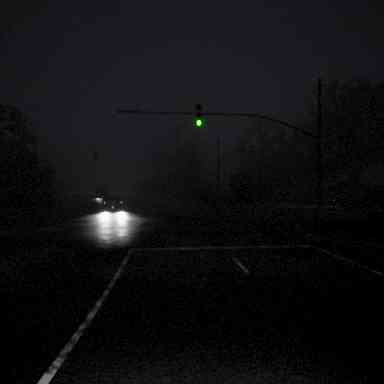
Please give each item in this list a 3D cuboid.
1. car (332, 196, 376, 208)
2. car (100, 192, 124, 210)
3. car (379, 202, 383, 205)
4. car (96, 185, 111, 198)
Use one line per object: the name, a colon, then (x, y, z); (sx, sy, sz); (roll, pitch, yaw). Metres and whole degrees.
car: (18.980, 1.152, 39.055); (4.718, 1.301, 1.895); (2, 1, -16)
car: (-7.492, 0.973, 31.469); (1.895, 1.301, 4.718); (0, 2, -14)
car: (23.317, 1.318, 36.634); (5.357, 1.411, 2.033); (2, 1, -16)
car: (-14.924, -0.102, 55.724); (2.150, 2.045, 5.566); (-1, 2, -19)
